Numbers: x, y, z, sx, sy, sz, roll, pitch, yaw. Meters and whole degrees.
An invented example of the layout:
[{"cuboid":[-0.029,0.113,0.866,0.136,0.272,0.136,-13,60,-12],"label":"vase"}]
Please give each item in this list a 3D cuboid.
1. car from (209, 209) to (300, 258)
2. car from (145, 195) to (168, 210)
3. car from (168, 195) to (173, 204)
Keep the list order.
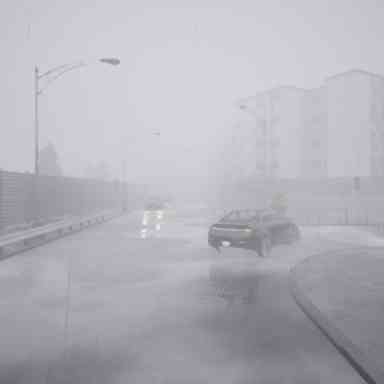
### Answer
[{"cuboid":[2.471,1.390,12.482,2.128,1.511,4.902,-1,0,35],"label":"car"},{"cuboid":[-4.088,1.200,37.195,1.837,1.490,4.892,0,1,0],"label":"car"},{"cuboid":[-4.052,1.118,52.816,2.033,1.411,5.357,0,0,0],"label":"car"}]
